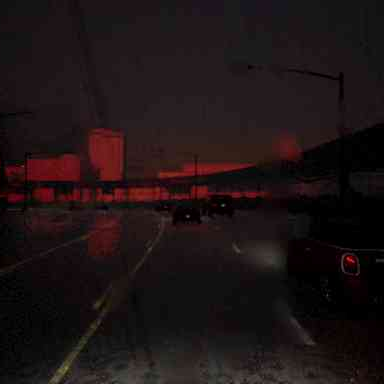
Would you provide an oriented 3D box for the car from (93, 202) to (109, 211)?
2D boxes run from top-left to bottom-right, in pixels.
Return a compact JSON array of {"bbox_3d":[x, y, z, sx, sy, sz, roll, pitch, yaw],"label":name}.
[{"bbox_3d":[-13.977,2.200,50.767,1.994,1.385,4.181,0,-3,-21],"label":"car"}]

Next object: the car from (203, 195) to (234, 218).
[{"bbox_3d":[2.257,1.271,30.870,2.150,2.045,5.566,0,-1,-8],"label":"car"}]

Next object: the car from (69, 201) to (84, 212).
[{"bbox_3d":[-16.346,2.025,47.090,1.812,1.442,4.674,1,-3,-19],"label":"car"}]

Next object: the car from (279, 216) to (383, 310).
[{"bbox_3d":[3.600,1.346,7.968,2.097,1.767,4.553,0,0,0],"label":"car"}]

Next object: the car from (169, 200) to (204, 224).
[{"bbox_3d":[-0.514,1.472,24.647,1.882,1.535,5.008,0,0,-5],"label":"car"}]

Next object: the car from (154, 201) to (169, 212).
[{"bbox_3d":[-3.578,1.827,41.707,1.994,1.385,4.181,0,-2,-14],"label":"car"}]
